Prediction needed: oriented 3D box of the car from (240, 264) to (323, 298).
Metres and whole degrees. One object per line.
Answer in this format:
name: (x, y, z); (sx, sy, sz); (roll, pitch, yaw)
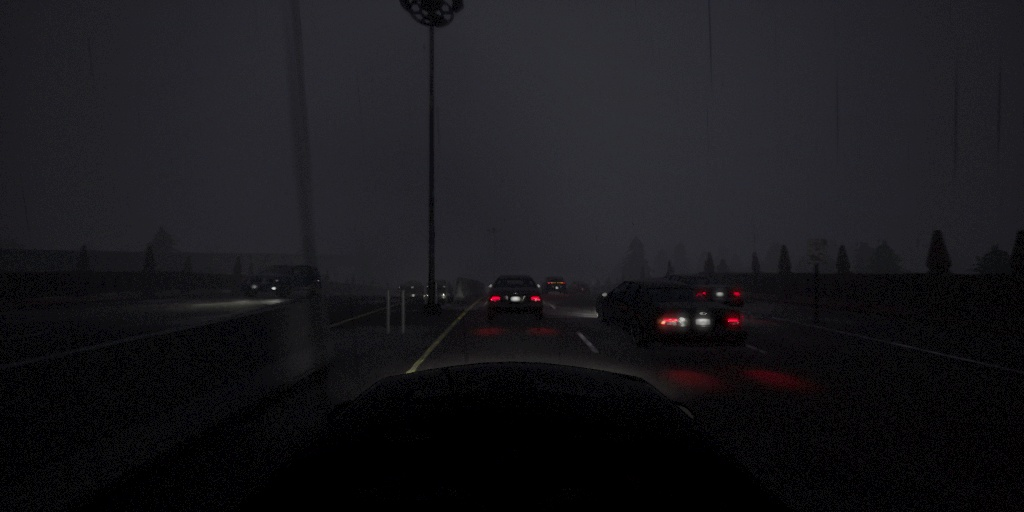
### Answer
car: (-14.093, 1.518, 22.408); (2.150, 2.045, 5.566); (0, -4, 0)

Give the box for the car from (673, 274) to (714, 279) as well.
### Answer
car: (7.104, 1.451, 14.760); (2.033, 1.411, 5.357); (0, -2, 0)

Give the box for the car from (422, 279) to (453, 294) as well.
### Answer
car: (-7.080, 3.016, 35.427); (1.882, 1.535, 5.008); (0, -7, 0)

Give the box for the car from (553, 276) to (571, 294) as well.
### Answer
car: (3.609, 2.561, 31.220); (1.837, 1.490, 4.892); (0, -6, 0)

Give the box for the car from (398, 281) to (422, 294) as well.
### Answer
car: (-10.578, 3.335, 37.998); (1.882, 1.535, 5.008); (0, -7, 0)

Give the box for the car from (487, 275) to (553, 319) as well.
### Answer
car: (0.104, 1.399, 13.164); (2.033, 1.411, 5.357); (0, -2, 0)

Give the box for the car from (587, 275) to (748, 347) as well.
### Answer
car: (3.603, 1.320, 9.278); (2.033, 1.411, 5.357); (0, -1, 0)

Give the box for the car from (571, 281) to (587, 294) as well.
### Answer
car: (7.098, 3.438, 38.434); (1.812, 1.442, 4.674); (0, -7, 0)
